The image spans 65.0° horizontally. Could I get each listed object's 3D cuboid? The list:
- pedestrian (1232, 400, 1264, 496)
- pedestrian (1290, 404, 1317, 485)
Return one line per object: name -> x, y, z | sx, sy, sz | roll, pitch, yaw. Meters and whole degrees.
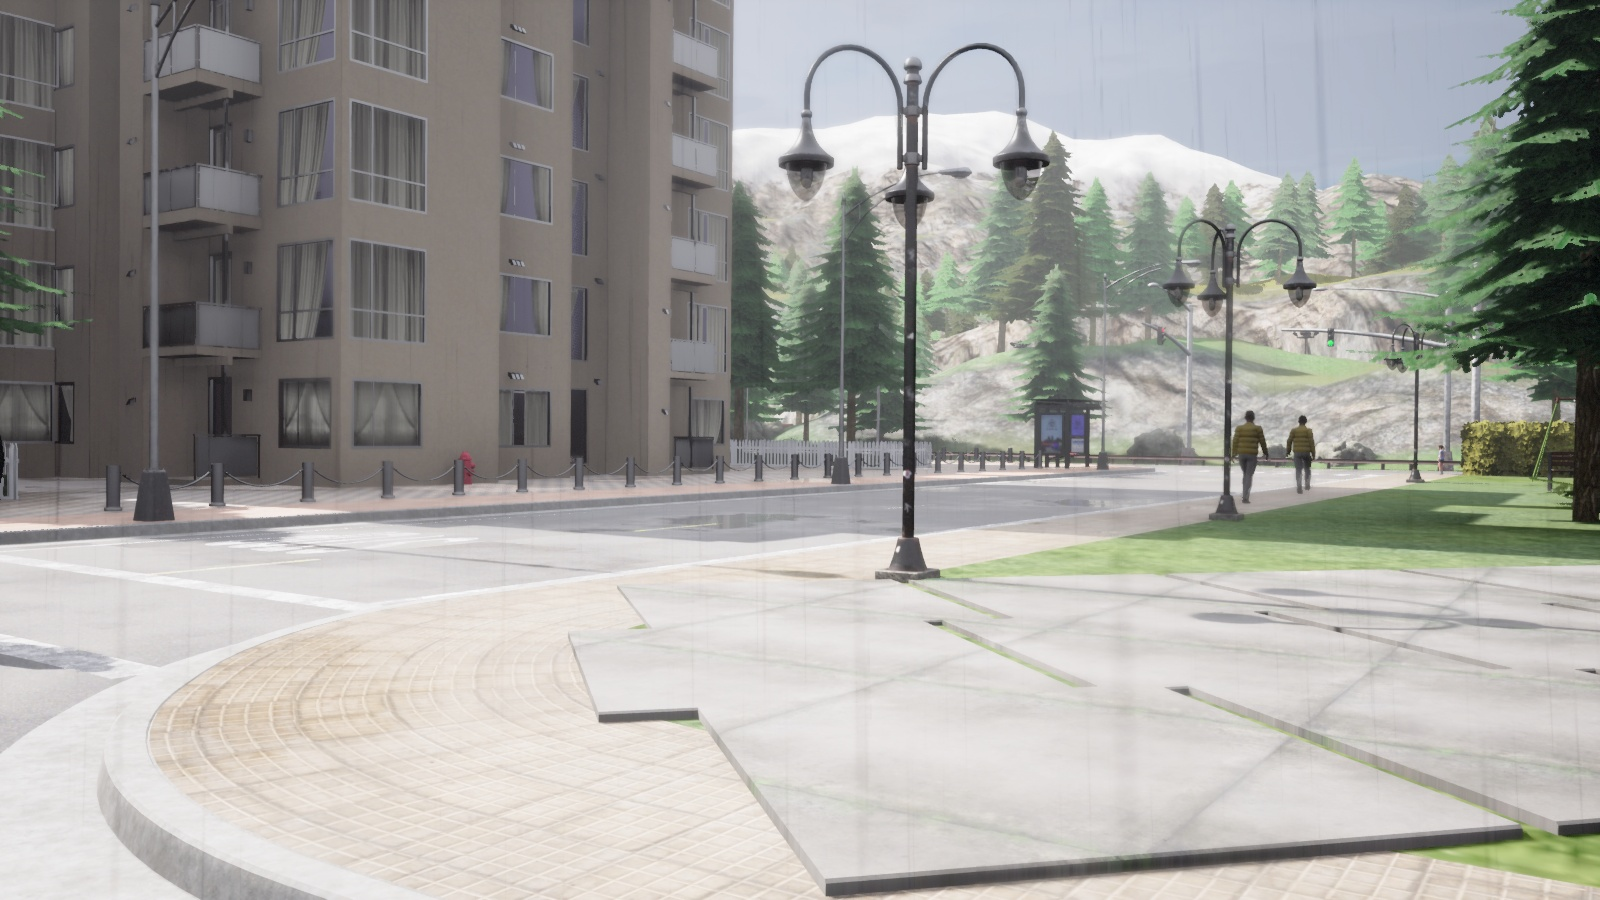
pedestrian -> 8.739, -0.037, 24.481 | 0.431, 1.840, 0.709 | 0, 1, 32
pedestrian -> 11.610, -0.124, 28.962 | 0.431, 1.840, 0.709 | 0, 1, 34
